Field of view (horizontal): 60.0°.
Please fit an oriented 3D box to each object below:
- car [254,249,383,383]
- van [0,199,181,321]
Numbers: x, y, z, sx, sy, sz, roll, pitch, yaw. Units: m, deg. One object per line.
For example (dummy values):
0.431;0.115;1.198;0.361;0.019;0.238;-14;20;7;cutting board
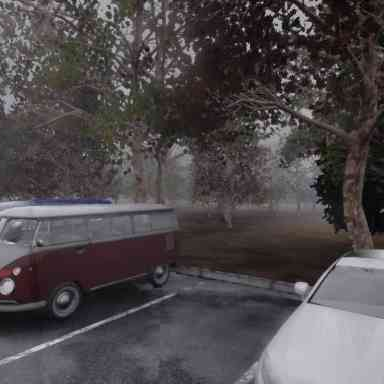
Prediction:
2.402;1.520;4.050;2.002;1.452;4.674;0;0;36;car
-2.194;1.255;7.197;1.878;1.987;4.442;0;0;36;van
